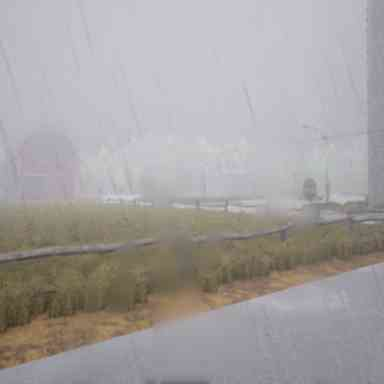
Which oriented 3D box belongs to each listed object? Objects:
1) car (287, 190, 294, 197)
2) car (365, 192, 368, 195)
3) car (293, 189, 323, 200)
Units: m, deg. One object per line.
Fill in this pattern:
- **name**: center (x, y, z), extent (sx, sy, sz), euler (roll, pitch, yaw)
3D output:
- **car**: center (24.959, 0.316, 79.176), extent (1.932, 1.855, 4.605), euler (-1, 1, -36)
- **car**: center (41.000, 0.163, 74.468), extent (1.905, 1.878, 3.866), euler (-1, 1, -36)
- **car**: center (21.444, 0.695, 60.211), extent (2.242, 1.667, 4.611), euler (-1, 1, -36)
